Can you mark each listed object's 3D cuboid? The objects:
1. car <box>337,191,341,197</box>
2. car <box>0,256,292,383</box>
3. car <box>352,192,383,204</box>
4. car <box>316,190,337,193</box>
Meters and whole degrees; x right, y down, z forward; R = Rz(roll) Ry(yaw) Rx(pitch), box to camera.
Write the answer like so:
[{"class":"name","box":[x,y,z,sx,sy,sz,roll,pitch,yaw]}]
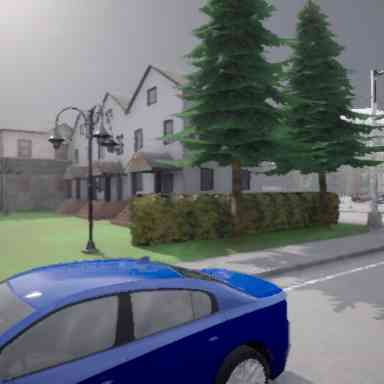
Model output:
[{"class":"car","box":[30.536,0.590,73.592,1.932,1.855,4.605,-1,0,-36]},{"class":"car","box":[-1.195,1.471,3.123,5.008,1.535,1.882,0,0,-35]},{"class":"car","box":[25.669,0.734,48.139,1.932,1.855,4.605,-1,0,-36]},{"class":"car","box":[28.421,0.590,71.558,1.905,1.878,3.866,-1,0,-36]}]
